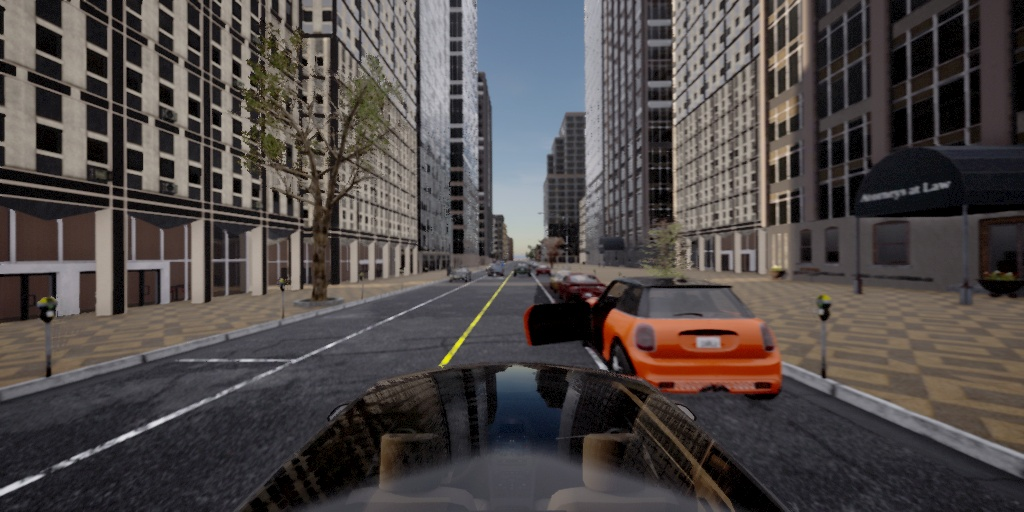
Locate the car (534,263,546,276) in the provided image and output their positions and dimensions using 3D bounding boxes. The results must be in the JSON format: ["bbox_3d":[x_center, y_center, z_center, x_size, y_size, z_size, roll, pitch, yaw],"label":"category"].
[{"bbox_3d":[3.889,1.783,44.936,1.888,1.381,4.507,0,0,2],"label":"car"}]

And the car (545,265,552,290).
[{"bbox_3d":[3.294,1.501,22.543,1.751,1.417,4.829,0,0,2],"label":"car"}]

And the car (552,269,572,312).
[{"bbox_3d":[3.139,1.454,16.733,1.888,1.381,4.507,0,0,2],"label":"car"}]

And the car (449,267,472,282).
[{"bbox_3d":[-4.789,1.714,33.866,2.007,1.370,4.403,0,0,2],"label":"car"}]

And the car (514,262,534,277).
[{"bbox_3d":[1.276,1.602,44.458,2.097,1.767,4.553,0,-1,1],"label":"car"}]

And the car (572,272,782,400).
[{"bbox_3d":[2.566,1.145,6.703,2.097,1.767,4.553,0,-1,2],"label":"car"}]

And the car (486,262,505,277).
[{"bbox_3d":[-1.859,1.806,43.510,2.033,1.411,5.357,0,-1,2],"label":"car"}]
